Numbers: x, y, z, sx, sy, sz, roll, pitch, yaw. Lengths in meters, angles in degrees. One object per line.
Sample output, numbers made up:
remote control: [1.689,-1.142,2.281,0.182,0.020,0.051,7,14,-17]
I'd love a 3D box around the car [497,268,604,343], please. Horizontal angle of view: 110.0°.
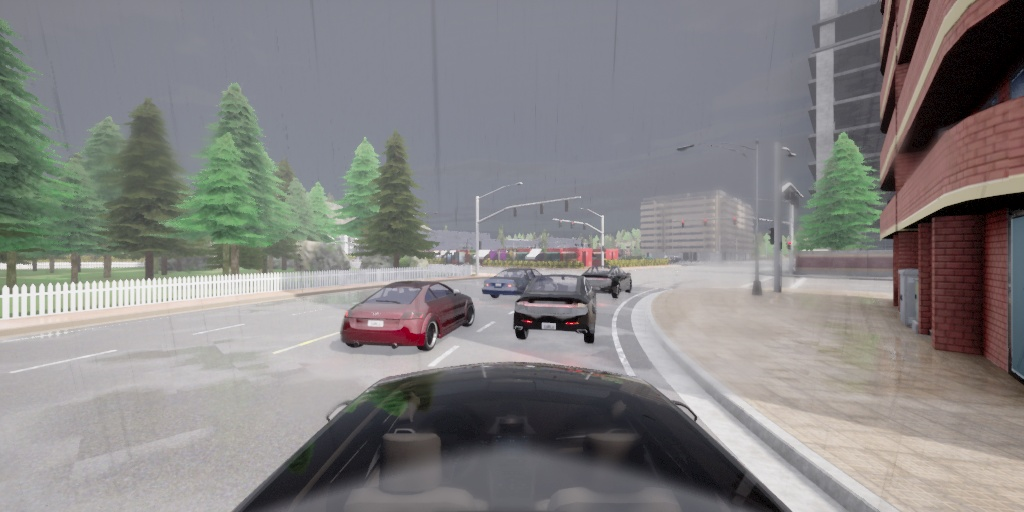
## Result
car: [1.349,1.241,9.787,2.128,1.511,4.902,0,0,14]

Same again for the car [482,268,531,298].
car: [0.473,1.296,17.834,2.033,1.411,5.357,0,0,25]

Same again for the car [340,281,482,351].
car: [-2.361,1.313,9.117,1.994,1.385,4.181,0,0,10]

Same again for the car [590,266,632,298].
car: [4.846,1.235,18.346,2.128,1.511,4.902,1,1,29]
